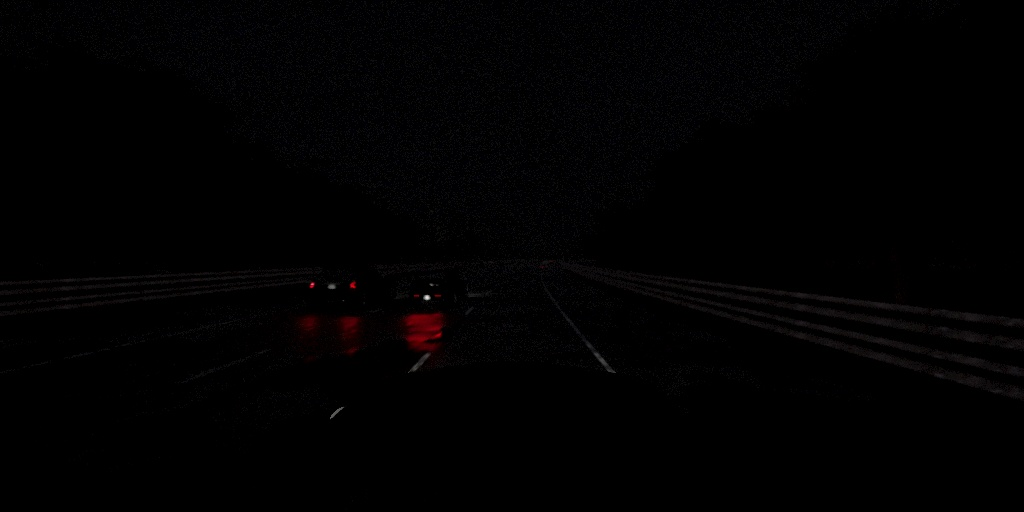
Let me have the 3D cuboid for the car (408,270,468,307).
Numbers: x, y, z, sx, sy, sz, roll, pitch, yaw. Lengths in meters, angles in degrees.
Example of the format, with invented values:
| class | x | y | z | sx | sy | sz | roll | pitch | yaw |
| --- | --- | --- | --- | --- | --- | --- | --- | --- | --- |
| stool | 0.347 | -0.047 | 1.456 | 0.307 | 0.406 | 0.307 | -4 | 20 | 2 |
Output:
| class | x | y | z | sx | sy | sz | roll | pitch | yaw |
| --- | --- | --- | --- | --- | --- | --- | --- | --- | --- |
| car | -3.176 | 1.350 | 16.076 | 1.837 | 1.490 | 4.892 | 0 | 0 | 2 |

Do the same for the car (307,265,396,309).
| class | x | y | z | sx | sy | sz | roll | pitch | yaw |
| --- | --- | --- | --- | --- | --- | --- | --- | --- | --- |
| car | -6.688 | 1.179 | 15.526 | 2.097 | 1.767 | 4.553 | 0 | 0 | 1 |
